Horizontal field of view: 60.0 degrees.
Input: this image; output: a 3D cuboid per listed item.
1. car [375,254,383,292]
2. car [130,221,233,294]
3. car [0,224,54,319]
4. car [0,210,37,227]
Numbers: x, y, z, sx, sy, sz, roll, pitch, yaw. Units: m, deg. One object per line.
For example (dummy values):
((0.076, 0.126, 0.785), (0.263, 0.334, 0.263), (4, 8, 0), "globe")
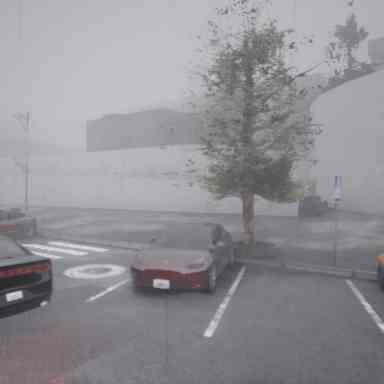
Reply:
((4.929, 1.562, 6.186), (1.946, 1.575, 5.366), (0, -1, 15), "car")
((-0.024, 1.615, 9.441), (2.163, 1.488, 4.792), (1, -1, 15), "car")
((-4.903, 1.546, 6.834), (5.008, 1.535, 1.882), (0, -1, 35), "car")
((-9.831, 1.660, 16.367), (2.163, 1.488, 4.792), (0, -1, 15), "car")
